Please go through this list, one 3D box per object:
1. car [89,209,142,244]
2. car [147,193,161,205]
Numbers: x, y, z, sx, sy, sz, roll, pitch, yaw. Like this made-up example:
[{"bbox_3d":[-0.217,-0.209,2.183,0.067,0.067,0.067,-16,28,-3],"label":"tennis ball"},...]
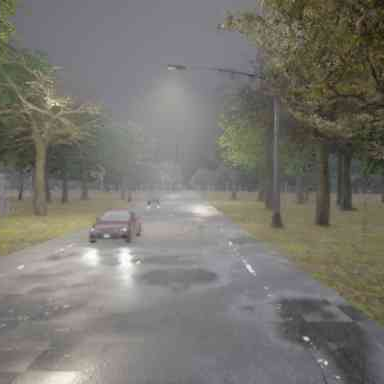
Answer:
[{"bbox_3d":[-3.616,1.605,16.408,1.812,1.442,4.674,0,0,0],"label":"car"},{"bbox_3d":[-6.564,1.214,57.796,2.150,2.045,5.566,0,0,-4],"label":"car"}]
